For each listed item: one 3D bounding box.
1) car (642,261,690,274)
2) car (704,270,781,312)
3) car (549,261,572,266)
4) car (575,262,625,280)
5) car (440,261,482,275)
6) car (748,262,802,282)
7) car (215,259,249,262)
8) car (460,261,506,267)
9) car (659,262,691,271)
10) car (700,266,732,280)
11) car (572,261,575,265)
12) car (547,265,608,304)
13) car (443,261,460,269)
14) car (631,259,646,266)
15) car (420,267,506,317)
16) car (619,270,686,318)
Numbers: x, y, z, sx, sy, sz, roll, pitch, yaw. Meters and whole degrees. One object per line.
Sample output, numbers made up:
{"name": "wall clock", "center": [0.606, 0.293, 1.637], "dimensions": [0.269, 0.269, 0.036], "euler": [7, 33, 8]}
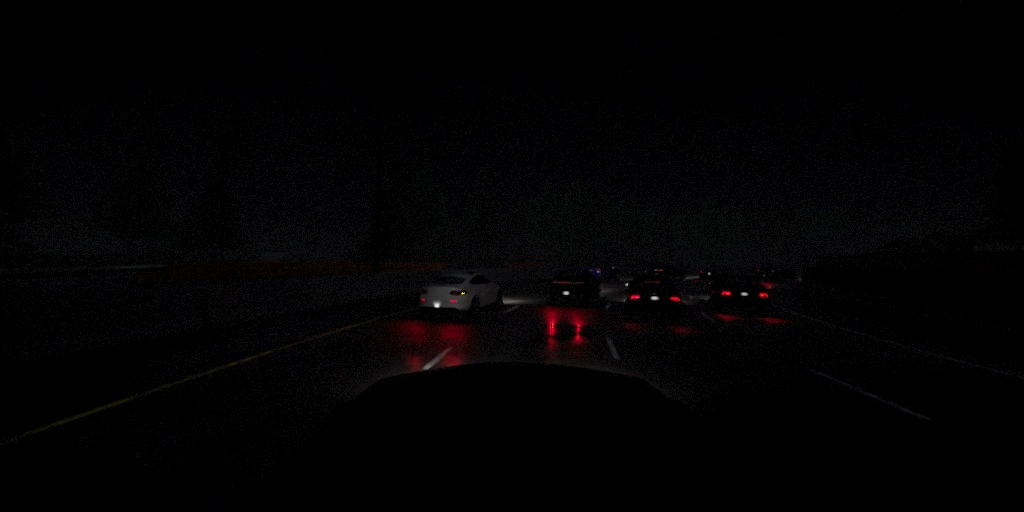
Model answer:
{"name": "car", "center": [14.906, 1.498, 34.358], "dimensions": [4.902, 1.511, 2.128], "euler": [0, -1, -41]}
{"name": "car", "center": [9.897, 1.528, 15.850], "dimensions": [2.033, 1.411, 5.357], "euler": [1, 0, 25]}
{"name": "car", "center": [8.073, 1.511, 51.441], "dimensions": [4.892, 1.490, 1.837], "euler": [1, -1, -36]}
{"name": "car", "center": [7.979, 1.345, 32.178], "dimensions": [2.097, 1.767, 4.553], "euler": [0, 0, 39]}
{"name": "car", "center": [-6.082, 1.360, 43.046], "dimensions": [1.882, 1.535, 5.008], "euler": [0, 0, 40]}
{"name": "car", "center": [24.091, 1.515, 32.689], "dimensions": [4.902, 1.511, 2.128], "euler": [0, -1, -33]}
{"name": "car", "center": [-30.799, 1.094, 40.295], "dimensions": [2.033, 1.411, 5.357], "euler": [1, 0, -12]}
{"name": "car", "center": [-2.542, 1.257, 35.975], "dimensions": [2.097, 1.767, 4.553], "euler": [1, 0, 38]}
{"name": "car", "center": [25.871, 1.654, 57.012], "dimensions": [4.718, 1.301, 1.895], "euler": [0, 0, -21]}
{"name": "car", "center": [19.355, 1.579, 33.508], "dimensions": [4.181, 1.385, 1.994], "euler": [0, 0, -38]}
{"name": "car", "center": [10.974, 1.516, 49.216], "dimensions": [4.892, 1.490, 1.837], "euler": [1, -1, -35]}
{"name": "car", "center": [3.184, 1.383, 17.506], "dimensions": [2.128, 1.511, 4.902], "euler": [0, 0, 21]}
{"name": "car", "center": [-4.903, 1.377, 38.643], "dimensions": [2.128, 1.511, 4.902], "euler": [0, 0, 38]}
{"name": "car", "center": [22.821, 1.565, 59.512], "dimensions": [4.892, 1.490, 1.837], "euler": [0, 0, -23]}
{"name": "car", "center": [-1.768, 1.319, 13.489], "dimensions": [1.812, 1.442, 4.674], "euler": [0, 0, 15]}
{"name": "car", "center": [5.490, 1.452, 14.040], "dimensions": [2.033, 1.411, 5.357], "euler": [1, 0, 19]}
